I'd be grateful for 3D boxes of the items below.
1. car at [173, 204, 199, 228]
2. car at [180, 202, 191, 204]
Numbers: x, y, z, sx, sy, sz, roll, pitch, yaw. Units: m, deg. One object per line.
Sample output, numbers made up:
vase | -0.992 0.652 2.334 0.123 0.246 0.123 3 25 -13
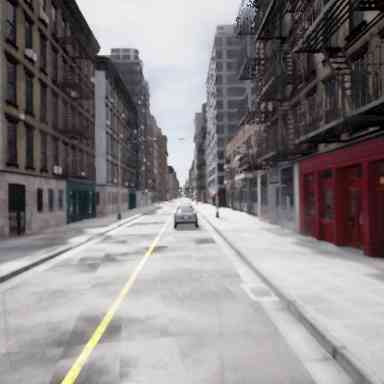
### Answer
car | -0.457 1.884 25.514 2.033 1.411 5.357 -1 -1 -1
car | -0.825 2.022 40.596 2.128 1.511 4.902 -1 -1 -1
